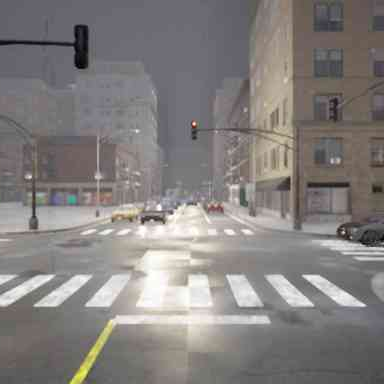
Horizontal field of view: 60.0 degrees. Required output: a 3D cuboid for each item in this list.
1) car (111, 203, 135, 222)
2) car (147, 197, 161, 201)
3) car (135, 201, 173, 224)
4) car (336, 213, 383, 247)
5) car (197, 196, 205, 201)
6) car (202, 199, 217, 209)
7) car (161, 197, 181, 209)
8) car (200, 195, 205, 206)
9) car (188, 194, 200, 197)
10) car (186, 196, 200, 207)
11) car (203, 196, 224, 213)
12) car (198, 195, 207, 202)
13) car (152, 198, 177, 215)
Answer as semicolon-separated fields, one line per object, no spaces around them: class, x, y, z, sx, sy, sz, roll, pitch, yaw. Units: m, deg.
car;-5.408;1.633;27.222;1.752;1.417;4.829;0;0;0
car;-5.422;1.727;44.377;2.008;1.369;4.403;0;0;0
car;-2.853;1.650;26.050;2.033;1.411;5.357;0;0;-1
car;8.890;1.675;15.184;4.181;1.385;1.994;0;0;0
car;2.562;1.948;95.340;1.947;1.339;4.313;0;0;0
car;2.599;1.764;50.045;1.947;1.339;4.313;0;0;0
car;-2.812;1.730;45.915;2.033;1.411;5.357;0;0;1
car;2.603;1.491;44.384;2.192;1.841;5.009;0;0;0
car;-0.053;1.490;67.514;2.150;2.045;5.566;0;0;0
car;-0.044;1.828;57.211;1.895;1.301;4.718;0;0;0
car;2.608;1.593;38.722;1.967;1.590;4.097;0;0;0
car;2.571;1.651;84.017;2.192;1.841;5.009;0;0;0
car;-2.864;1.666;35.355;1.812;1.442;4.674;0;0;0
